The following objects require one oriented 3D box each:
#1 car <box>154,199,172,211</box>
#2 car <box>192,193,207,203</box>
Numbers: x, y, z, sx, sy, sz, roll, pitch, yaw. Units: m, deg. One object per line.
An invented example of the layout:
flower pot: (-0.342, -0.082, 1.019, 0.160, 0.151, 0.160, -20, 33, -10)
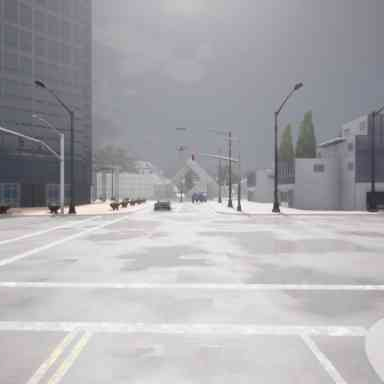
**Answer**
car: (-3.615, 1.592, 41.563, 1.895, 1.301, 4.718, 0, 0, 0)
car: (1.517, 1.207, 69.570, 2.150, 2.045, 5.566, 0, 0, 15)
